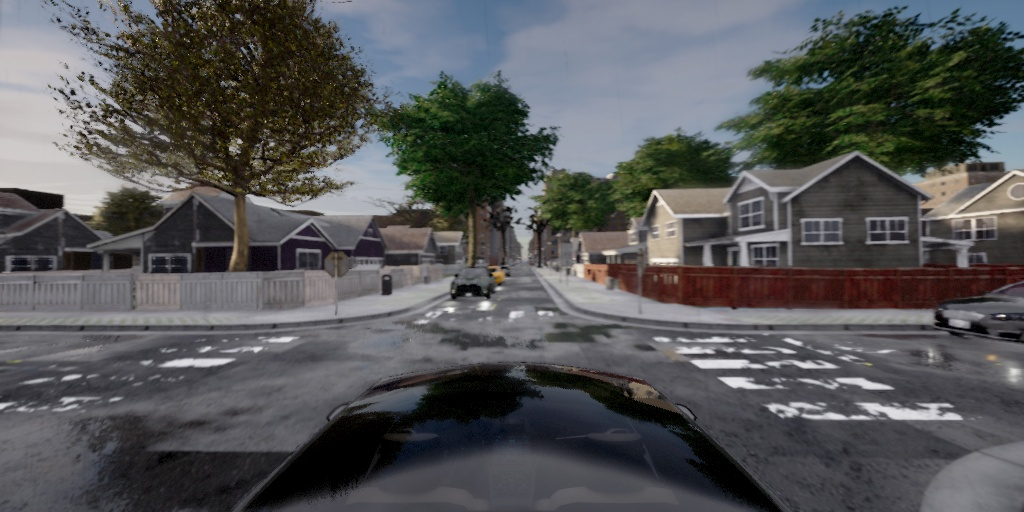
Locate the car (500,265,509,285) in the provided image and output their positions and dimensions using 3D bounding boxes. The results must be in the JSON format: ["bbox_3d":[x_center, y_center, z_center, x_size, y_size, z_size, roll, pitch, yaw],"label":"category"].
[{"bbox_3d":[-1.678,1.627,30.433,1.882,1.535,5.008,-1,-1,4],"label":"car"}]

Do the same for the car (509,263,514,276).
[{"bbox_3d":[-1.144,1.853,44.013,1.812,1.442,4.674,-1,-1,3],"label":"car"}]

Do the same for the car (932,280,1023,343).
[{"bbox_3d":[12.446,1.227,7.929,4.902,1.511,2.128,0,-1,2],"label":"car"}]

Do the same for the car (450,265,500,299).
[{"bbox_3d":[-2.079,1.370,20.158,2.097,1.767,4.553,-1,-1,2],"label":"car"}]
